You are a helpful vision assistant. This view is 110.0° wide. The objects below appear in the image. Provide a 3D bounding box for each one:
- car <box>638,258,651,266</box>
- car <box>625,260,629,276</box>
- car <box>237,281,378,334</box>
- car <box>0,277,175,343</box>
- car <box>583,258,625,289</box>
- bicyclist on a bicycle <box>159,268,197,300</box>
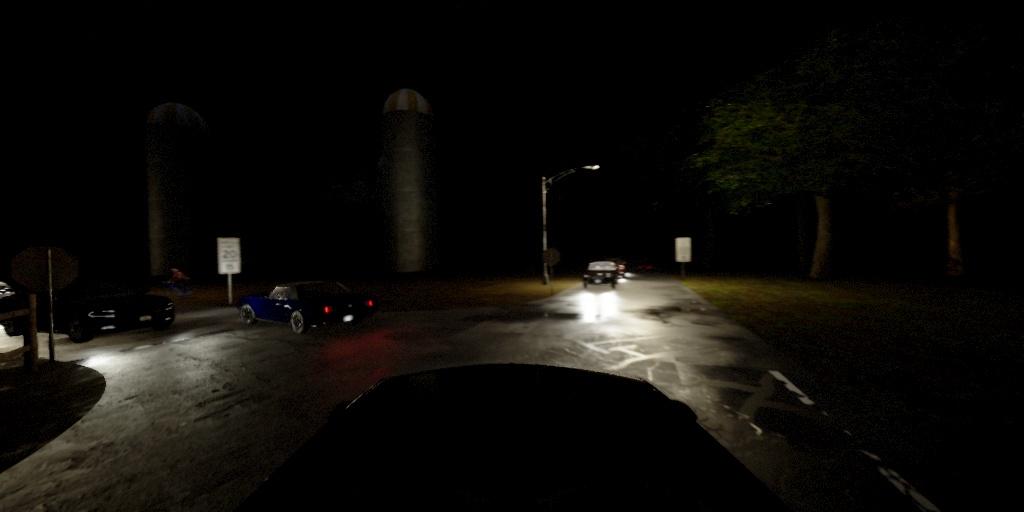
[{"bbox_3d":[22.220,0.982,60.408,1.812,1.442,4.674,-1,0,19],"label":"car"},{"bbox_3d":[8.883,0.927,31.545,2.097,1.767,4.553,-1,0,20],"label":"car"},{"bbox_3d":[-6.334,1.427,10.895,4.718,1.301,1.895,-1,0,32],"label":"car"},{"bbox_3d":[-12.114,1.420,10.270,5.008,1.535,1.882,-1,0,17],"label":"car"},{"bbox_3d":[5.546,1.114,22.112,2.128,1.511,4.902,-1,0,20],"label":"car"},{"bbox_3d":[-16.935,1.444,18.209,0.582,1.620,1.656,-1,0,19],"label":"bicyclist on a bicycle"}]
